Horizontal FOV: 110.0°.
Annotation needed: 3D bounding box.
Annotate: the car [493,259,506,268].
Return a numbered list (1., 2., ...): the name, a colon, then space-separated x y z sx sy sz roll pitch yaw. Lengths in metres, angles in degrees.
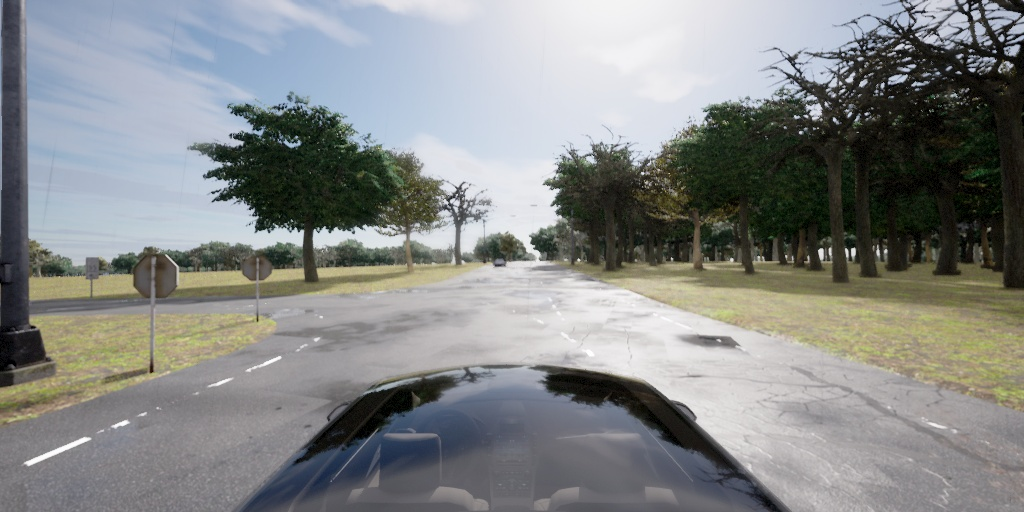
1. car: -1.973 1.173 58.543 1.994 1.385 4.181 -1 1 2
